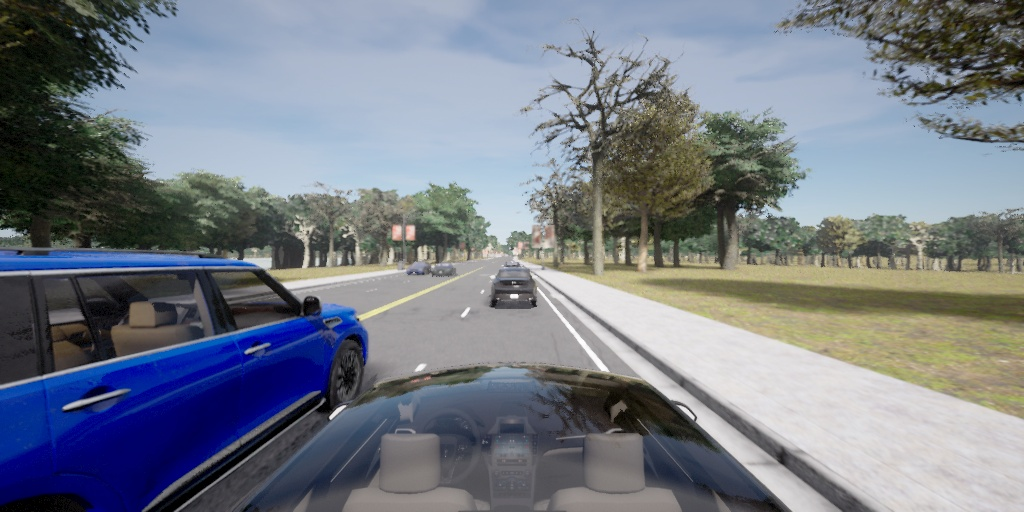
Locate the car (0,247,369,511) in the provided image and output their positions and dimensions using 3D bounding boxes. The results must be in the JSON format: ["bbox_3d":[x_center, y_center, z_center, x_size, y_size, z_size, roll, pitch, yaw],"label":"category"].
[{"bbox_3d":[-3.151,0.972,2.875,2.150,2.045,5.566,0,0,0],"label":"car"}]

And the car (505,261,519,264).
[{"bbox_3d":[-0.001,1.251,34.526,2.128,1.511,4.902,0,0,0],"label":"car"}]

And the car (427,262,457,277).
[{"bbox_3d":[-6.653,1.325,35.437,1.994,1.385,4.181,0,0,0],"label":"car"}]

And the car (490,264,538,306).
[{"bbox_3d":[0.079,1.256,15.805,1.837,1.490,4.892,0,0,0],"label":"car"}]

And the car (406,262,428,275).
[{"bbox_3d":[-9.885,1.310,38.866,2.033,1.411,5.357,0,0,0],"label":"car"}]
